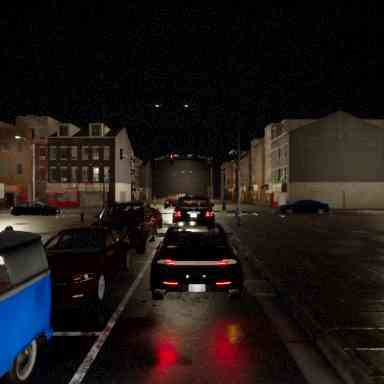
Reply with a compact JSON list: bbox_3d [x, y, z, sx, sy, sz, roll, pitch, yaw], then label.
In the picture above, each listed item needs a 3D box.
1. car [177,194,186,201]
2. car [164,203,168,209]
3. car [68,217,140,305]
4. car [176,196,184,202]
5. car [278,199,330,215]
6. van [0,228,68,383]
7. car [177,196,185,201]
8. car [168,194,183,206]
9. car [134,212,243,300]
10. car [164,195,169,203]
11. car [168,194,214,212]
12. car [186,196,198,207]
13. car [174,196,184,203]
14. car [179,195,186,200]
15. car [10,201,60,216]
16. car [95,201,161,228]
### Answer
[{"bbox_3d":[-2.732,1.401,88.835,2.192,1.841,5.009,0,0,0],"label":"car"},{"bbox_3d":[-2.661,1.547,19.009,1.887,1.381,4.507,0,0,0],"label":"car"},{"bbox_3d":[-2.651,1.544,8.142,1.887,1.381,4.507,0,0,0],"label":"car"},{"bbox_3d":[-2.719,1.590,77.811,1.752,1.417,4.829,0,0,0],"label":"car"},{"bbox_3d":[11.315,1.493,33.798,5.008,1.535,1.882,0,0,0],"label":"car"},{"bbox_3d":[-2.646,1.341,2.708,1.690,1.788,3.998,0,0,0],"label":"van"},{"bbox_3d":[-2.725,1.641,83.407,1.947,1.339,4.313,0,0,0],"label":"car"},{"bbox_3d":[-2.700,1.345,56.273,2.192,1.841,5.009,0,0,0],"label":"car"},{"bbox_3d":[0.090,1.491,8.337,2.128,1.511,4.902,0,0,0],"label":"car"},{"bbox_3d":[-2.689,1.334,45.419,2.192,1.841,5.009,0,0,0],"label":"car"},{"bbox_3d":[0.082,1.223,18.530,2.150,2.045,5.566,0,0,0],"label":"car"},{"bbox_3d":[0.003,1.505,54.043,1.882,1.535,5.008,0,0,0],"label":"car"},{"bbox_3d":[-2.714,1.606,72.553,2.008,1.369,4.403,0,0,0],"label":"car"},{"bbox_3d":[-2.736,1.538,94.261,1.967,1.590,4.097,0,0,0],"label":"car"},{"bbox_3d":[-14.483,1.572,30.866,4.181,1.385,1.994,0,0,0],"label":"car"},{"bbox_3d":[-2.657,1.315,13.576,2.192,1.841,5.009,0,0,0],"label":"car"}]
